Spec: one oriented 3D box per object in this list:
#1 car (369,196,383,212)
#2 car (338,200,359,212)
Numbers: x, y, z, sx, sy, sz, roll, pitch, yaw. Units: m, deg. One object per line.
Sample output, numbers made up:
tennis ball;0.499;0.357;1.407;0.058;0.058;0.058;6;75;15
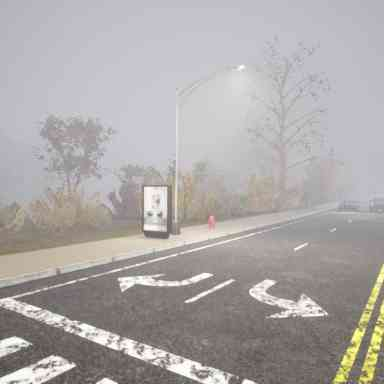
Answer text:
car;21.539;1.393;38.046;2.097;1.767;4.553;0;0;31
car;18.724;1.602;39.670;1.994;1.385;4.181;0;0;31
